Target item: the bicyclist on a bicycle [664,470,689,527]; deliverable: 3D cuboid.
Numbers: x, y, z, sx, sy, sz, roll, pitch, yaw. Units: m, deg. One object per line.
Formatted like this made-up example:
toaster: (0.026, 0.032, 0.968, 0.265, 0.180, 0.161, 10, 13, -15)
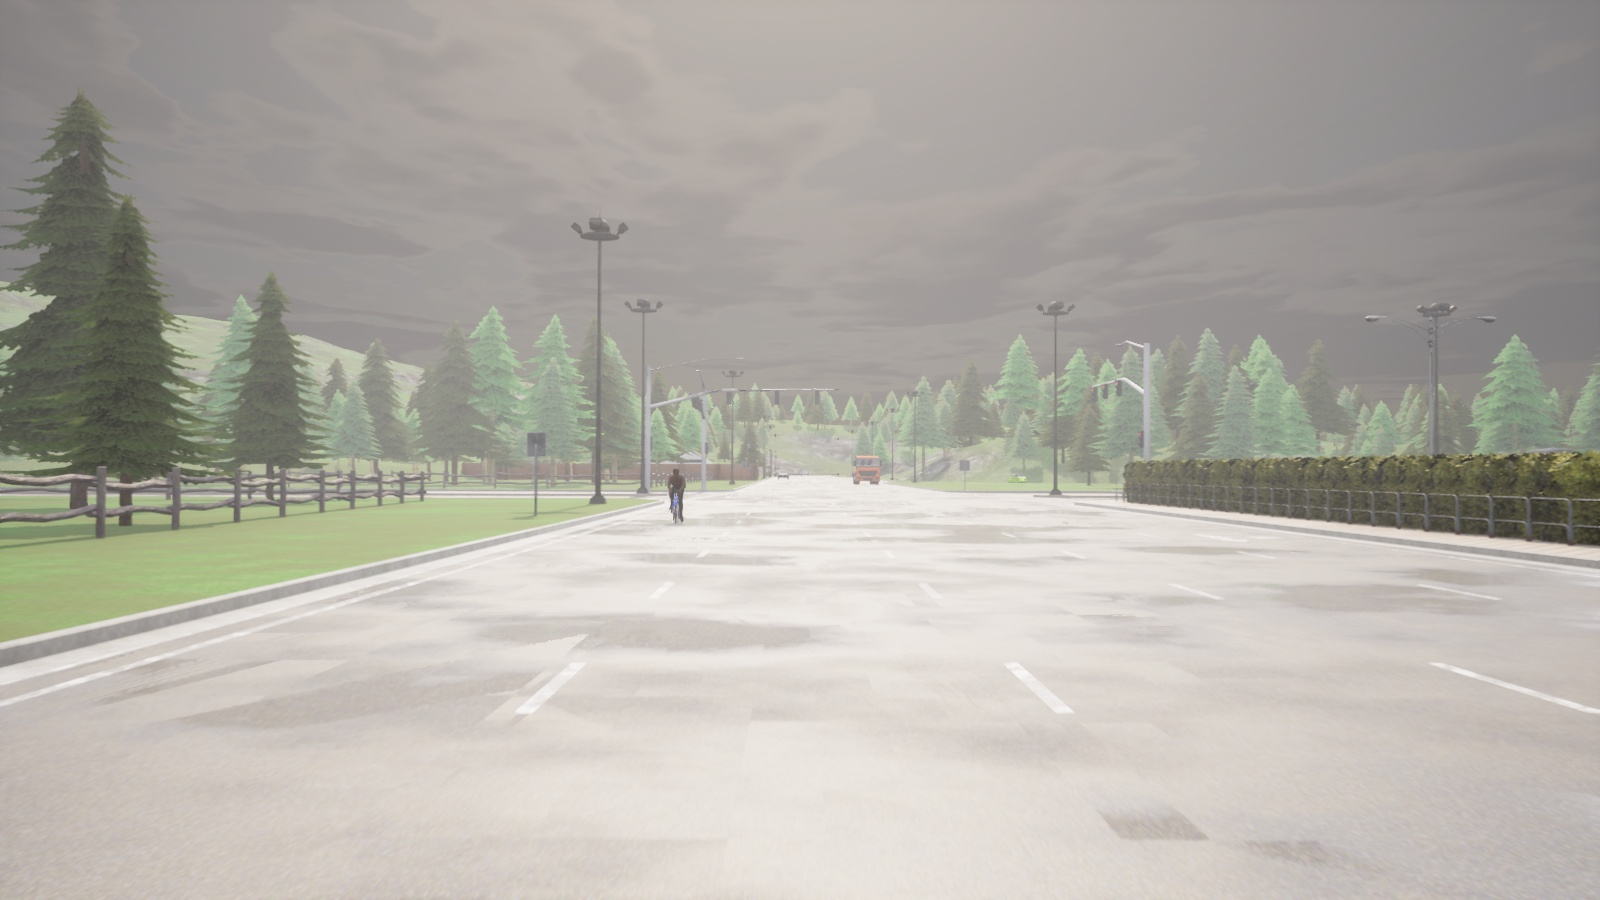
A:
bicyclist on a bicycle: (-3.586, 1.393, 36.502, 0.582, 1.620, 1.656, 0, -1, 0)
